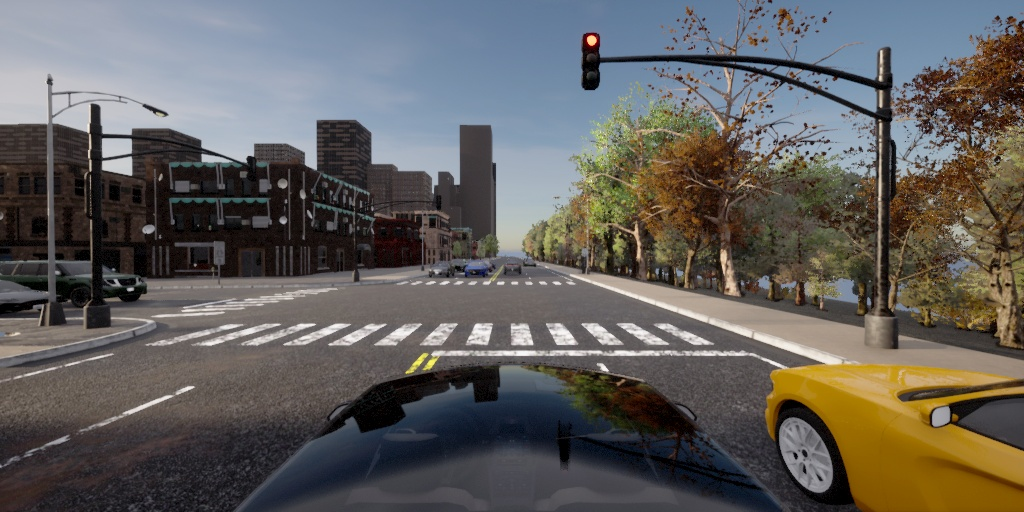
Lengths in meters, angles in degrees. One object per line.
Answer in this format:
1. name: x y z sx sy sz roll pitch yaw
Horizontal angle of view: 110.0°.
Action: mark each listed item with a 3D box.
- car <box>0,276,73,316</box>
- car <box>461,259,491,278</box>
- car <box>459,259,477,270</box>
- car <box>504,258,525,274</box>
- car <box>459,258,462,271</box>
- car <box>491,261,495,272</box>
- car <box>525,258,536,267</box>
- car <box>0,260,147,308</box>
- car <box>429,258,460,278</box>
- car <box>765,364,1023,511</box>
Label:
1. car: -19.960 1.563 13.482 4.313 1.339 1.948 0 0 0
2. car: -3.378 1.213 34.679 1.882 1.535 5.008 0 0 0
3. car: -6.636 1.216 54.530 2.128 1.511 4.902 0 0 0
4. car: 0.054 1.224 40.940 2.128 1.511 4.902 0 0 0
5. car: -6.636 1.082 44.161 2.097 1.767 4.553 0 0 0
6. car: -3.384 1.256 44.076 1.812 1.442 4.674 0 0 0
7. car: 3.272 1.282 64.483 1.994 1.385 4.181 0 0 1
8. car: -20.012 1.192 16.183 5.566 2.045 2.150 -1 1 0
9. car: -6.627 1.227 34.287 2.128 1.511 4.902 0 0 0
10. car: 3.351 1.228 1.378 1.882 1.535 5.008 0 0 0
